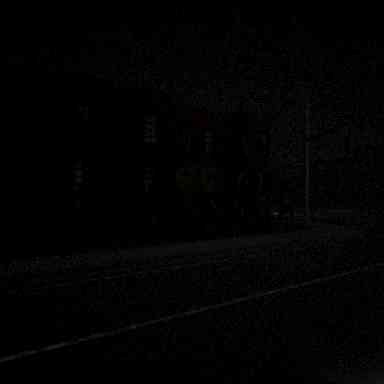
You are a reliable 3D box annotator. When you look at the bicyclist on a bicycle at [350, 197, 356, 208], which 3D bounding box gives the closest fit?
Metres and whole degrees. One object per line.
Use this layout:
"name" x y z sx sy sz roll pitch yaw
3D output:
"bicyclist on a bicycle" 22.627 1.496 46.737 1.656 1.620 0.582 0 0 -35
